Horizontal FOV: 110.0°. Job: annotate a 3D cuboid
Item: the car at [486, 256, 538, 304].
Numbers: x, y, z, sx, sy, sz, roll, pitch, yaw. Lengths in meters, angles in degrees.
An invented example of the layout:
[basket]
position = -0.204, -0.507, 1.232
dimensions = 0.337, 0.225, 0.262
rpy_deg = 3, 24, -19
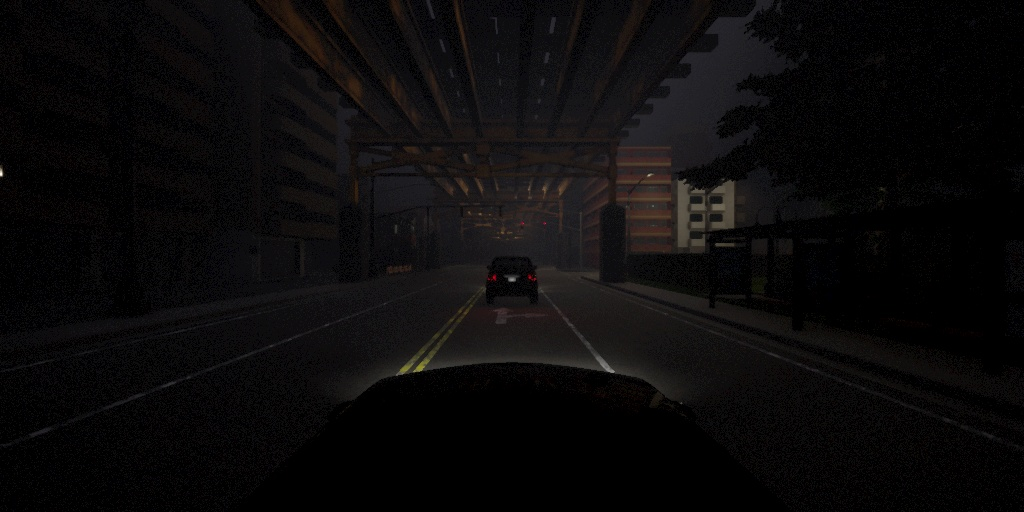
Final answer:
[car]
position = 0.000, 1.007, 16.530
dimensions = 2.150, 2.045, 5.566
rpy_deg = 0, 0, 0
